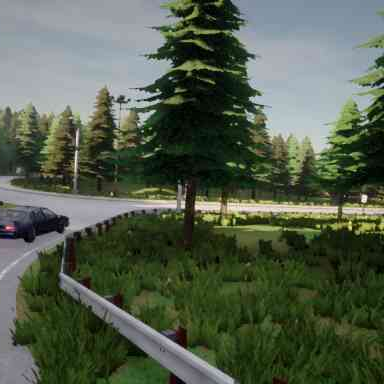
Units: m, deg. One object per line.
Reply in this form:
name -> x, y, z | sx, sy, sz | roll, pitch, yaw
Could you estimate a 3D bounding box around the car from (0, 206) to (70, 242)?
car -> -7.599, 1.372, 15.551 | 2.033, 1.411, 5.357 | 4, 1, 3
